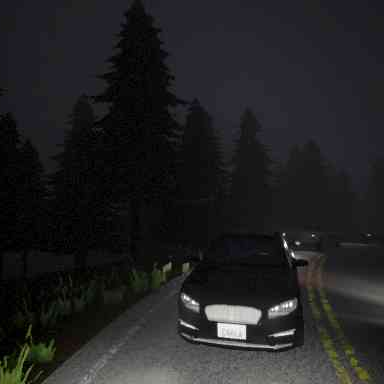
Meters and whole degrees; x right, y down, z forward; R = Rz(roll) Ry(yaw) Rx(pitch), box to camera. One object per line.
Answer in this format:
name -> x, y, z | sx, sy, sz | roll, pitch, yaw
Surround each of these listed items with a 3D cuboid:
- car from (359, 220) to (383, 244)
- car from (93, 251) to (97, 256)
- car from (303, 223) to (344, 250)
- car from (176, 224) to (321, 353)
car -> 15.792, 3.221, 26.442 | 5.566, 2.045, 2.150 | 8, -8, -28
car -> -20.290, 13.650, 72.955 | 4.181, 1.381, 1.994 | -2, -5, 31
car -> 6.473, 2.306, 17.662 | 1.895, 1.301, 4.718 | -3, -6, 39
car -> 1.130, 1.561, 6.594 | 2.128, 1.511, 4.902 | -1, -2, 15
